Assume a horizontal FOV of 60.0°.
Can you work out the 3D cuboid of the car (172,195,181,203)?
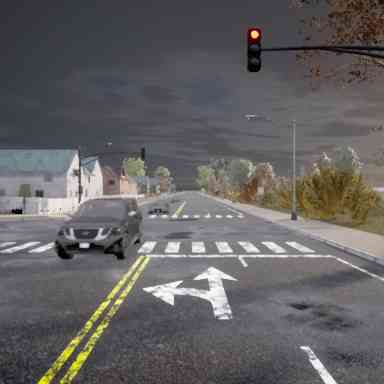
[{"bbox_3d":[-3.151,1.453,66.254,1.837,1.490,4.892,0,2,0],"label":"car"}]

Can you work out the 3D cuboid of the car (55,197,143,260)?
[{"bbox_3d":[-3.231,1.249,12.773,2.150,2.045,5.566,0,0,0],"label":"car"}]

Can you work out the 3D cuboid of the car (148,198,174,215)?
[{"bbox_3d":[-3.200,1.587,33.347,1.994,1.385,4.181,0,1,0],"label":"car"}]
